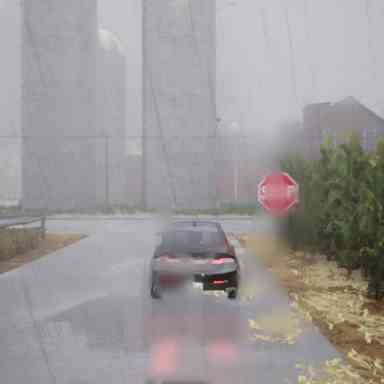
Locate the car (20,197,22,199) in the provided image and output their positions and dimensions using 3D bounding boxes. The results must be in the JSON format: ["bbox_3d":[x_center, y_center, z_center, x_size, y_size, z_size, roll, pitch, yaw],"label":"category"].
[{"bbox_3d":[-37.167,1.183,76.389,3.866,1.878,1.905,0,0,0],"label":"car"}]

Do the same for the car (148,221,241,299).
[{"bbox_3d":[0.069,1.482,8.408,2.128,1.511,4.902,0,0,0],"label":"car"}]
